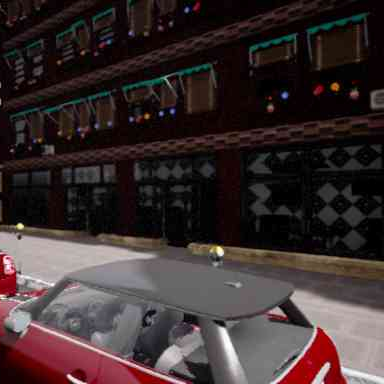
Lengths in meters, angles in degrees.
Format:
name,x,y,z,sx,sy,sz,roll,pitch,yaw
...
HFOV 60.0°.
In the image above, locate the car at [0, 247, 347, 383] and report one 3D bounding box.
name,x,y,z,sx,sy,sz,roll,pitch,yaw
car,-0.718,1.428,3.403,4.097,1.590,1.967,0,-1,36
